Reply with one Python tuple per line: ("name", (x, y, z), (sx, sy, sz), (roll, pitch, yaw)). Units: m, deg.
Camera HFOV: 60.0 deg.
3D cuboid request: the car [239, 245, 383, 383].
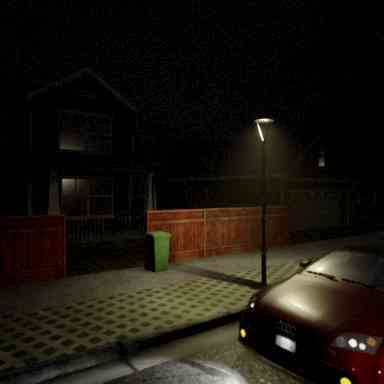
("car", (2.701, 1.563, 5.001), (4.181, 1.385, 1.994), (0, 0, -36))
